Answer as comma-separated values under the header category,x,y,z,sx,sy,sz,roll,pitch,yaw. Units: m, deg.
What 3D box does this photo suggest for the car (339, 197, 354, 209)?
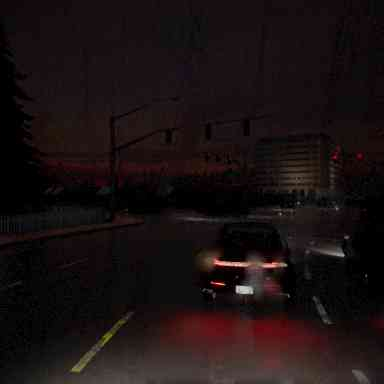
category,x,y,z,sx,sy,sz,roll,pitch,yaw
car,22.012,1.491,45.465,2.128,1.511,4.902,0,0,32

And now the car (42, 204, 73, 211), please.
category,x,y,z,sx,sy,sz,roll,pitch,yaw
car,-15.747,1.547,38.040,4.902,1.511,2.128,0,0,32

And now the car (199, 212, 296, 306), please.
category,x,y,z,sx,sy,sz,roll,pitch,yaw
car,1.426,1.492,8.164,2.128,1.511,4.902,0,0,12

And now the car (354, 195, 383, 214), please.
category,x,y,z,sx,sy,sz,roll,pitch,yaw
car,13.137,1.239,20.032,5.566,2.045,2.150,0,0,32

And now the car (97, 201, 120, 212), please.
category,x,y,z,sx,sy,sz,roll,pitch,yaw
car,-8.432,1.656,37.601,4.718,1.301,1.895,0,0,32

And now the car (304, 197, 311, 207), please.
category,x,y,z,sx,sy,sz,roll,pitch,yaw
car,18.156,1.526,52.891,1.812,1.442,4.674,0,0,32

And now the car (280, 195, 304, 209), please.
category,x,y,z,sx,sy,sz,roll,pitch,yaw
car,13.404,1.505,45.191,1.837,1.490,4.892,0,0,32

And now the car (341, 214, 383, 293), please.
category,x,y,z,sx,sy,sz,roll,pitch,yaw
car,5.178,1.547,8.537,2.033,1.411,5.357,0,0,16

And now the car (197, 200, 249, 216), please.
category,x,y,z,sx,sy,sz,roll,pitch,yaw
car,2.931,1.517,31.870,5.008,1.535,1.882,0,0,16

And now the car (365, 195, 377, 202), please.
category,x,y,z,sx,sy,sz,roll,pitch,yaw
car,42.651,1.525,79.273,2.128,1.511,4.902,0,0,32

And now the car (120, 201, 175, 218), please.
category,x,y,z,sx,sy,sz,roll,pitch,yaw
car,-3.845,1.547,30.615,4.902,1.511,2.128,0,0,32

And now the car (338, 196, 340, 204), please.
category,x,y,z,sx,sy,sz,roll,pitch,yaw
car,24.626,1.492,56.709,2.128,1.511,4.902,0,0,32

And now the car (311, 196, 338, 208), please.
category,x,y,z,sx,sy,sz,roll,pitch,yaw
car,19.176,1.547,47.886,2.033,1.411,5.357,0,0,32
